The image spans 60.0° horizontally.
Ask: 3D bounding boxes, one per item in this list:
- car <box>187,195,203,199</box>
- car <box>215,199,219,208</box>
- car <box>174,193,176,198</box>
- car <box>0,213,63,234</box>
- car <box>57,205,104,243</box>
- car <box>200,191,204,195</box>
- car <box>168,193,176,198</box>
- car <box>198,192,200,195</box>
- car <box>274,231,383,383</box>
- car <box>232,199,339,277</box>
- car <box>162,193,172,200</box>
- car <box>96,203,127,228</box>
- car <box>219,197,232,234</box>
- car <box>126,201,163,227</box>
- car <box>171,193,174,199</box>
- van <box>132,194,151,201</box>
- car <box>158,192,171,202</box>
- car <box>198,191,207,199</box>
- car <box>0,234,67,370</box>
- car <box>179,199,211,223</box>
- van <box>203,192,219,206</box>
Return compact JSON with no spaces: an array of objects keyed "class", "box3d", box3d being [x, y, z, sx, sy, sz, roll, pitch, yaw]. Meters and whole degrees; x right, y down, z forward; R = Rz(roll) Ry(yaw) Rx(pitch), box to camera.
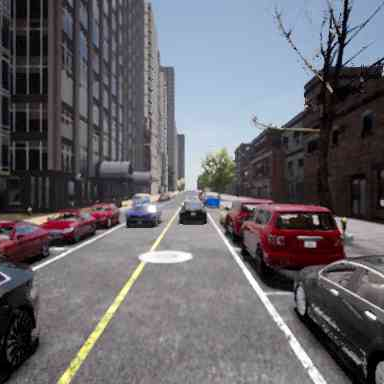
[{"class":"car","box3d":[0.089,1.371,41.923,1.895,1.301,4.718,0,0,0]},{"class":"car","box3d":[2.697,1.417,21.249,1.752,1.417,4.829,1,0,0]},{"class":"car","box3d":[-5.696,0.994,87.459,1.752,1.417,4.829,1,0,0]},{"class":"car","box3d":[-5.683,1.533,9.982,1.802,1.307,4.206,1,0,0]},{"class":"car","box3d":[-5.684,1.504,15.530,1.802,1.307,4.206,1,0,0]},{"class":"car","box3d":[2.692,1.133,54.356,1.967,1.590,4.097,1,0,0]},{"class":"car","box3d":[-5.698,0.993,93.177,1.947,1.339,4.313,1,0,0]},{"class":"car","box3d":[2.688,1.165,65.450,1.887,1.381,4.507,1,0,0]},{"class":"car","box3d":[2.699,1.529,4.438,2.008,1.369,4.403,1,0,0]},{"class":"car","box3d":[2.701,1.266,9.982,2.192,1.841,5.009,1,0,0]},{"class":"car","box3d":[-5.694,1.071,76.367,1.752,1.417,4.829,1,0,0]},{"class":"car","box3d":[-5.684,1.437,21.076,1.887,1.381,4.507,1,0,0]},{"class":"car","box3d":[2.700,1.237,15.531,2.192,1.841,5.009,1,0,0]},{"class":"car","box3d":[-3.071,1.489,21.801,1.895,1.301,4.718,0,0,0]},{"class":"car","box3d":[-5.690,0.898,70.991,2.192,1.841,5.009,1,0,0]},{"class":"van","box3d":[-5.684,1.137,37.715,1.690,1.788,3.998,1,0,0]},{"class":"car","box3d":[-5.693,1.202,65.447,1.802,1.307,4.206,1,0,0]},{"class":"car","box3d":[2.687,0.782,87.632,2.192,1.841,5.009,1,0,0]},{"class":"car","box3d":[-3.089,1.476,2.837,2.128,1.511,4.902,0,0,0]},{"class":"car","box3d":[0.087,1.438,24.388,1.994,1.385,4.181,0,0,0]},{"class":"van","box3d":[2.695,1.103,43.263,1.690,1.788,3.998,1,0,0]}]
